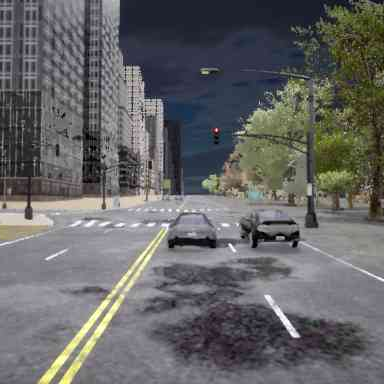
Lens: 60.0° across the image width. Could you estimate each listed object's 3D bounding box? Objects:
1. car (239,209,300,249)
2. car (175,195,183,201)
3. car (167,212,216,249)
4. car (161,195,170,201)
[{"bbox_3d":[3.244,1.495,14.664,2.128,1.511,4.902,0,0,0],"label":"car"},{"bbox_3d":[-3.251,1.518,82.364,1.882,1.535,5.008,0,0,0],"label":"car"},{"bbox_3d":[-0.001,1.582,14.659,1.994,1.385,4.181,0,0,0],"label":"car"},{"bbox_3d":[-6.501,1.565,82.364,2.128,1.511,4.902,0,0,0],"label":"car"}]
